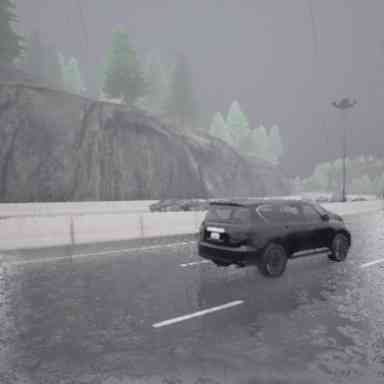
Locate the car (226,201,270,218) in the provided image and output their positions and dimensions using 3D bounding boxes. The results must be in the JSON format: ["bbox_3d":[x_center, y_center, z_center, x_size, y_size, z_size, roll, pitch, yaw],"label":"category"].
[{"bbox_3d":[5.323,1.581,31.326,4.181,1.385,1.994,0,0,-43],"label":"car"}]

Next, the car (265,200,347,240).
[{"bbox_3d":[6.158,1.356,17.737,4.553,1.767,2.097,0,0,-40],"label":"car"}]

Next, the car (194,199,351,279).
[{"bbox_3d":[2.712,1.226,10.333,5.566,2.045,2.150,0,0,-38],"label":"car"}]
